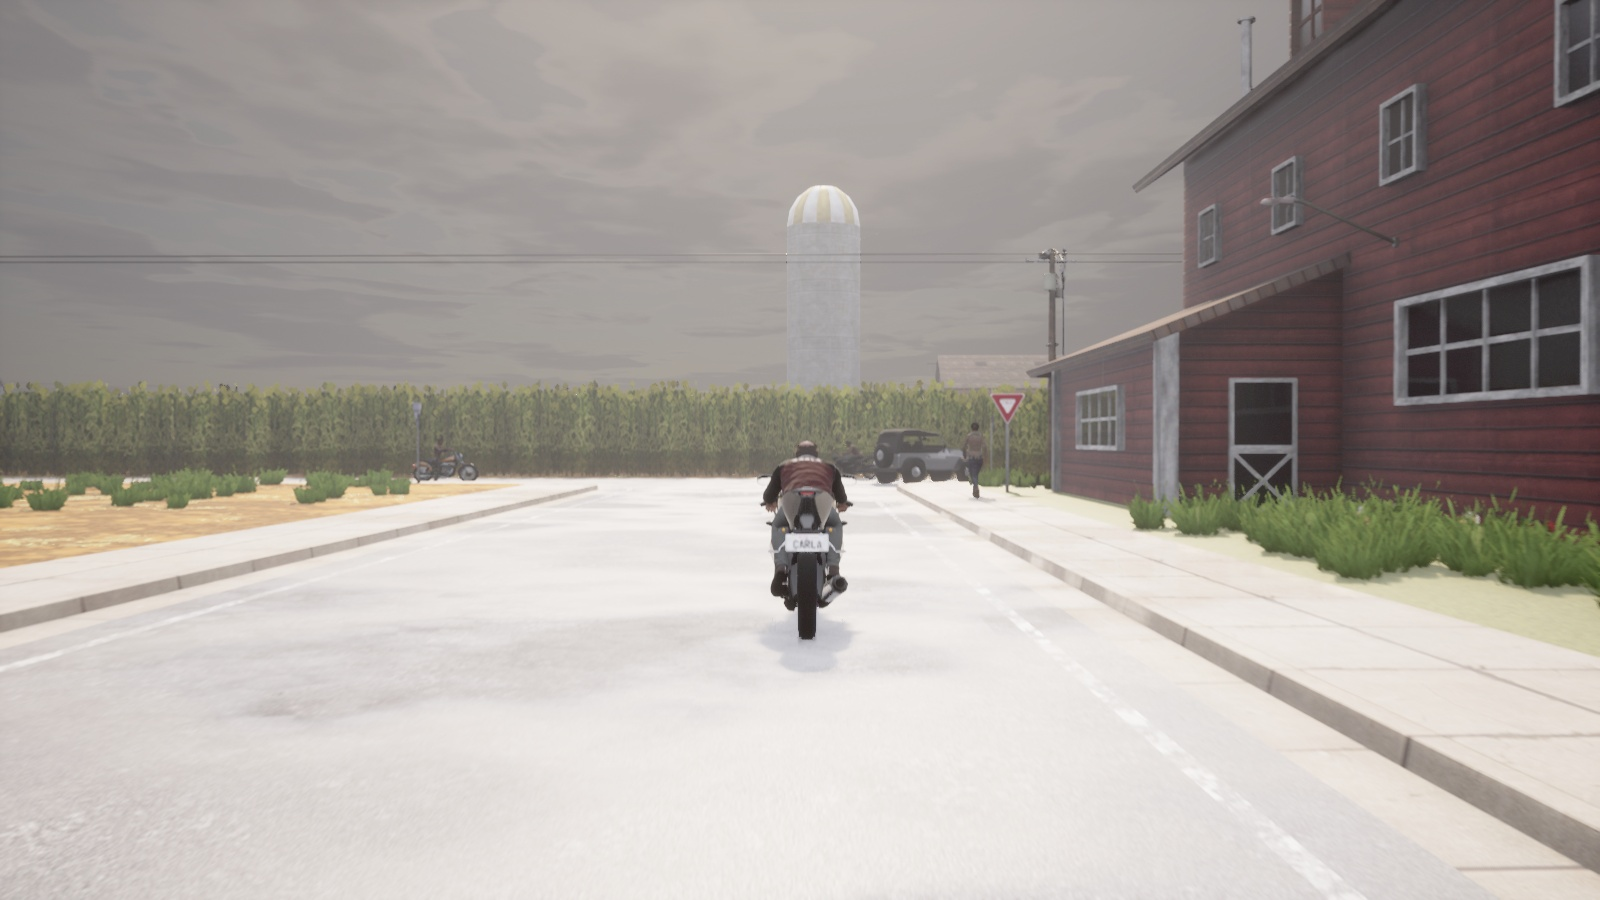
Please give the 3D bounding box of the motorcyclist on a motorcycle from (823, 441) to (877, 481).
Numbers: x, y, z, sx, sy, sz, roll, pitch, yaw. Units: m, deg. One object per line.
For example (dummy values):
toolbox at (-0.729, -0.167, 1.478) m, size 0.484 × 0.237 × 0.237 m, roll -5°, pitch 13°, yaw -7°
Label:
motorcyclist on a motorcycle at (1.891, 0.416, 47.807) m, size 2.044 × 1.523 × 0.797 m, roll 0°, pitch 0°, yaw 1°

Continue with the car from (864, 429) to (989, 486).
car at (4.337, 0.261, 43.041) m, size 3.866 × 1.878 × 1.905 m, roll 0°, pitch 0°, yaw -30°

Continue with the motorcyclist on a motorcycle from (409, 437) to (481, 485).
motorcyclist on a motorcycle at (-12.590, 0.384, 44.578) m, size 2.350 × 1.649 × 0.766 m, roll 0°, pitch 0°, yaw 1°

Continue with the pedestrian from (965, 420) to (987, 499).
pedestrian at (4.084, 0.209, 29.159) m, size 0.328 × 1.805 × 0.869 m, roll 0°, pitch 0°, yaw -2°

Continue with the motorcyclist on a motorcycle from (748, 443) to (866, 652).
motorcyclist on a motorcycle at (0.056, 0.709, 10.326) m, size 0.866 × 1.530 × 2.191 m, roll 0°, pitch 0°, yaw 0°
